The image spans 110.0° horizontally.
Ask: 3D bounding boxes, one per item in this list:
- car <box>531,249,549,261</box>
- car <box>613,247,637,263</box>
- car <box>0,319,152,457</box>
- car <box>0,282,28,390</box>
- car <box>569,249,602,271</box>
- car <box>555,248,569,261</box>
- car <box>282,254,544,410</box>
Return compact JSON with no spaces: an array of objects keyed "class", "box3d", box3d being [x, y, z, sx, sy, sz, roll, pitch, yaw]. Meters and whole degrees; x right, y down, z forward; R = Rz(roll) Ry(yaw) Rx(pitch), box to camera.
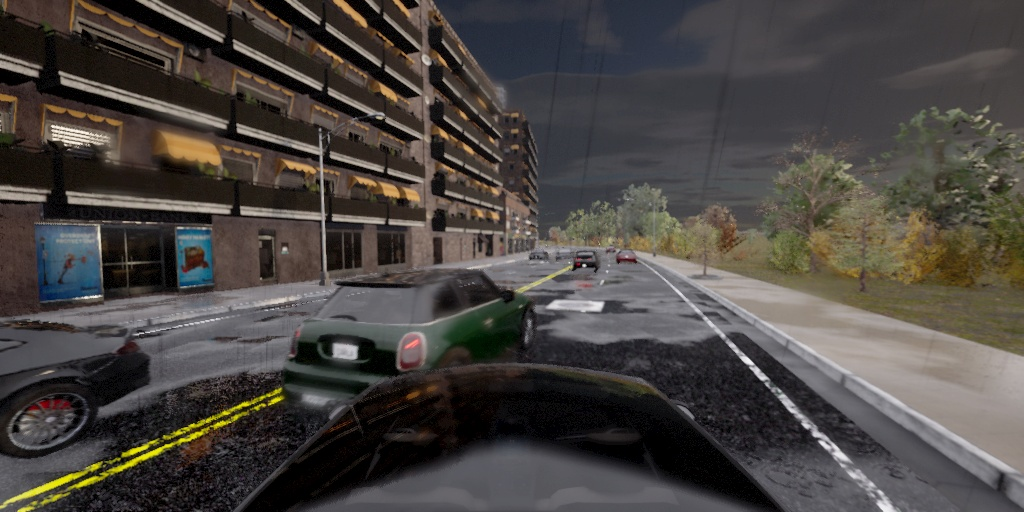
[{"class":"car","box3d":[3.320,-0.137,43.800,1.994,1.385,4.181,0,2,15]},{"class":"car","box3d":[12.090,-0.032,38.070,1.994,1.385,4.181,0,2,15]},{"class":"car","box3d":[-5.855,1.299,2.633,1.812,1.442,4.674,0,2,19]},{"class":"car","box3d":[-9.055,1.256,3.352,1.882,1.535,5.008,0,2,19]},{"class":"car","box3d":[5.796,0.324,27.645,1.837,1.490,4.892,0,2,16]},{"class":"car","box3d":[6.301,-0.158,42.360,1.812,1.442,4.674,0,2,15]},{"class":"car","box3d":[-1.108,0.972,5.870,2.097,1.767,4.553,0,2,19]}]
